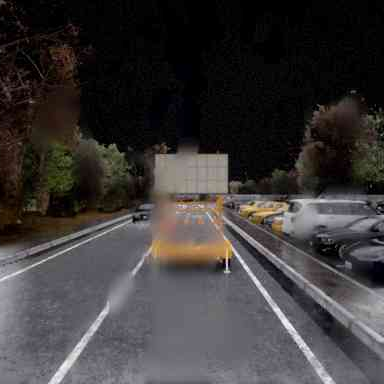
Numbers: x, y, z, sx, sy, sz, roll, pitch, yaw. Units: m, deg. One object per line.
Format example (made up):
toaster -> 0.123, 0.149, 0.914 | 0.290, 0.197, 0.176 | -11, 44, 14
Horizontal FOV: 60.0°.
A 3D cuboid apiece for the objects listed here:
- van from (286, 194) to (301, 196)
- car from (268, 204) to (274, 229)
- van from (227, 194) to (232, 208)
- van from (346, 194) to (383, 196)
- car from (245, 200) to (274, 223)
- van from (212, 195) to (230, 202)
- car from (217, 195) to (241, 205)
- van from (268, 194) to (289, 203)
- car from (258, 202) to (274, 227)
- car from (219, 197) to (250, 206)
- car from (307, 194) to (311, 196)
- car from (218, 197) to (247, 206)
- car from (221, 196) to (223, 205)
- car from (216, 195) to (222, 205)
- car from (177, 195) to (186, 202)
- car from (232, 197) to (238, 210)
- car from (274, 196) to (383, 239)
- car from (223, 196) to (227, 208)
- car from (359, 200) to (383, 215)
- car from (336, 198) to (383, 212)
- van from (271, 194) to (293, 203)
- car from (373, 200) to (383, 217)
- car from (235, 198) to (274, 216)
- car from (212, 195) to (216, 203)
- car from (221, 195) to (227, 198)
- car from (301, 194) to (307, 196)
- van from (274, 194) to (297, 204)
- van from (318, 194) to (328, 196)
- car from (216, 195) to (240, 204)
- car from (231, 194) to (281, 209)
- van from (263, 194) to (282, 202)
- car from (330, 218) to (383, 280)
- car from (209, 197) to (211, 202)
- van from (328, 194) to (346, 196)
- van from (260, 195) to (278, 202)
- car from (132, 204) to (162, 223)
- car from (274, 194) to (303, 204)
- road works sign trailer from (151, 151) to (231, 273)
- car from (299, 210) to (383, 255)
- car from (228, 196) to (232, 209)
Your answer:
van -> 20.415, 1.448, 61.920 | 4.442, 1.987, 1.878 | 0, 0, 0
car -> 7.049, 1.574, 17.605 | 5.366, 1.575, 1.946 | 0, 0, 0
van -> 7.180, 1.352, 42.581 | 4.442, 1.987, 1.878 | 0, 0, 0
van -> 19.989, 1.317, 36.850 | 4.442, 1.987, 1.878 | 0, 0, 0
car -> 6.723, 1.556, 23.160 | 5.366, 1.575, 1.946 | 0, 0, 0
van -> 7.279, 1.648, 84.207 | 4.442, 1.987, 1.878 | 0, -1, 0
car -> 7.210, 1.571, 64.790 | 4.553, 1.767, 2.185 | 0, 0, 0
van -> 20.315, 1.537, 78.550 | 4.442, 1.987, 1.878 | 0, -1, 0
car -> 6.892, 1.569, 20.383 | 4.892, 1.521, 2.231 | 0, 0, 0
car -> 7.181, 1.653, 56.461 | 4.892, 1.521, 2.231 | 0, 0, 0
car -> 20.158, 1.348, 47.945 | 5.566, 2.045, 2.435 | 0, 0, 0
car -> 7.190, 1.668, 59.237 | 4.892, 1.521, 2.231 | 0, 0, 0
car -> 7.079, 1.637, 48.133 | 4.792, 1.488, 2.163 | 0, 0, 0
car -> 6.967, 1.634, 53.687 | 5.366, 1.575, 1.946 | 0, 0, 0
car -> -2.879, 1.751, 89.804 | 2.150, 2.045, 5.566 | 0, -1, 0
car -> 6.991, 1.543, 34.252 | 4.892, 1.521, 2.231 | 0, 0, 0
car -> 6.870, 1.335, 14.829 | 5.566, 2.045, 2.435 | 0, 0, 0
car -> 7.057, 1.622, 45.357 | 4.792, 1.488, 2.163 | 0, 0, 0
car -> 20.105, 1.563, 34.096 | 4.792, 1.488, 2.163 | 0, 0, 0
car -> 20.125, 1.554, 39.634 | 5.008, 1.535, 2.097 | 0, 0, 0
van -> 20.524, 1.521, 75.645 | 4.442, 1.987, 1.878 | 0, 0, 0
car -> 20.084, 1.561, 31.457 | 4.792, 1.488, 2.163 | 0, 0, 0
car -> 6.768, 1.539, 28.833 | 5.366, 1.575, 1.946 | 0, 0, 0
car -> 7.033, 1.679, 62.015 | 5.366, 1.575, 1.946 | 0, 0, 0
car -> 7.101, 1.652, 50.909 | 4.792, 1.488, 2.163 | 0, 0, 0
car -> 20.180, 1.362, 50.715 | 5.566, 2.045, 2.435 | 0, 0, 0
van -> 20.503, 1.507, 73.000 | 4.442, 1.987, 1.878 | 0, 0, 0
van -> 20.047, 1.358, 45.176 | 4.442, 1.987, 1.878 | 0, 0, 0
car -> 7.232, 1.586, 67.566 | 4.553, 1.767, 2.185 | 0, 0, 0
car -> 7.050, 1.425, 37.032 | 4.553, 1.767, 2.185 | 0, 0, 0
van -> 20.357, 1.637, 83.940 | 4.442, 1.987, 1.878 | 0, -1, 0
car -> 6.768, 1.635, 9.279 | 4.792, 1.488, 2.163 | 0, 0, 0
car -> 7.380, 1.519, 78.671 | 5.566, 2.045, 2.435 | 0, 0, 0
van -> 20.259, 1.343, 42.404 | 4.442, 1.987, 1.878 | 0, 0, 0
van -> 20.636, 1.756, 89.477 | 4.442, 1.987, 1.878 | 0, -1, 0
car -> -3.333, 1.606, 25.634 | 1.994, 1.385, 4.181 | 0, 0, 0
car -> 20.336, 1.467, 70.231 | 5.566, 2.045, 2.435 | 0, 0, 0
road works sign trailer -> -0.016, 0.479, 10.707 | 2.380, 3.560, 2.880 | 0, 0, 0
car -> 6.825, 1.596, 12.055 | 5.008, 1.535, 2.097 | 0, 0, 0
car -> 7.071, 1.592, 39.804 | 4.792, 1.488, 2.163 | 0, 0, 0
